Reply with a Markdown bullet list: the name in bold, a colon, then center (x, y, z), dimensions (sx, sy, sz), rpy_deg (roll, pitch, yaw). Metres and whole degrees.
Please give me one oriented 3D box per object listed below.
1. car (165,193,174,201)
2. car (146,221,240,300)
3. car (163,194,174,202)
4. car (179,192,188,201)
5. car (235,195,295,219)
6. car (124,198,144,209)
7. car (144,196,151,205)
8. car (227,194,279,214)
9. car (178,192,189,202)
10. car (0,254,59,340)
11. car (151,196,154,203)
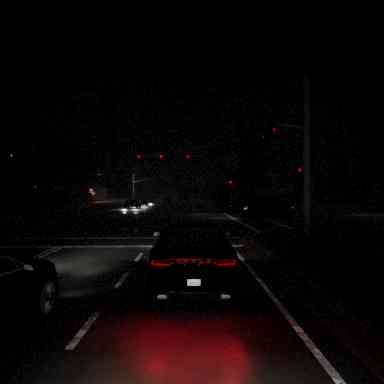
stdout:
- **car**: center (-5.705, 1.270, 85.229), dimensions (2.097, 1.767, 4.553), rpy_deg (0, 0, -1)
- **car**: center (0.000, 1.478, 8.461), dimensions (1.882, 1.535, 5.008), rpy_deg (0, 0, -1)
- **car**: center (-5.430, 1.533, 74.624), dimensions (2.033, 1.411, 5.357), rpy_deg (0, 0, -1)
- **car**: center (-2.208, 1.139, 85.378), dimensions (2.150, 2.045, 5.566), rpy_deg (0, 0, -1)
- **car**: center (6.400, 1.352, 28.794), dimensions (4.553, 1.767, 2.097), rpy_deg (0, 0, -2)
- **car**: center (-8.285, 1.526, 46.500), dimensions (1.812, 1.442, 4.674), rpy_deg (0, 0, -1)
- **car**: center (-8.540, 1.601, 56.381), dimensions (1.895, 1.301, 4.718), rpy_deg (0, 0, -1)
- **car**: center (6.227, 1.221, 32.651), dimensions (5.566, 2.045, 2.150), rpy_deg (0, 0, 3)
- **car**: center (-1.933, 1.219, 74.774), dimensions (2.150, 2.045, 5.566), rpy_deg (0, 0, -1)
- **car**: center (-3.468, 1.492, 4.469), dimensions (2.128, 1.511, 4.902), rpy_deg (0, 0, 0)
- **car**: center (-8.768, 1.491, 67.947), dimensions (2.128, 1.511, 4.902), rpy_deg (0, 0, -1)
